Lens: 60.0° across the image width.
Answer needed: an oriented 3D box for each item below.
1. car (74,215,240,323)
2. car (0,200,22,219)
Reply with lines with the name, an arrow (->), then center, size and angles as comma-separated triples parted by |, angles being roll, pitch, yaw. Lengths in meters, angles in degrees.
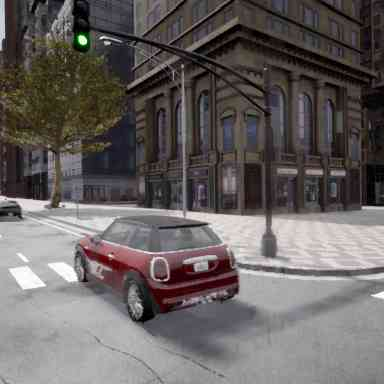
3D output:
car -> -1.077, 1.318, 7.537 | 2.097, 1.767, 4.553 | -1, 1, -36
car -> -15.378, 1.445, 27.559 | 1.837, 1.490, 4.892 | -1, 1, -36
